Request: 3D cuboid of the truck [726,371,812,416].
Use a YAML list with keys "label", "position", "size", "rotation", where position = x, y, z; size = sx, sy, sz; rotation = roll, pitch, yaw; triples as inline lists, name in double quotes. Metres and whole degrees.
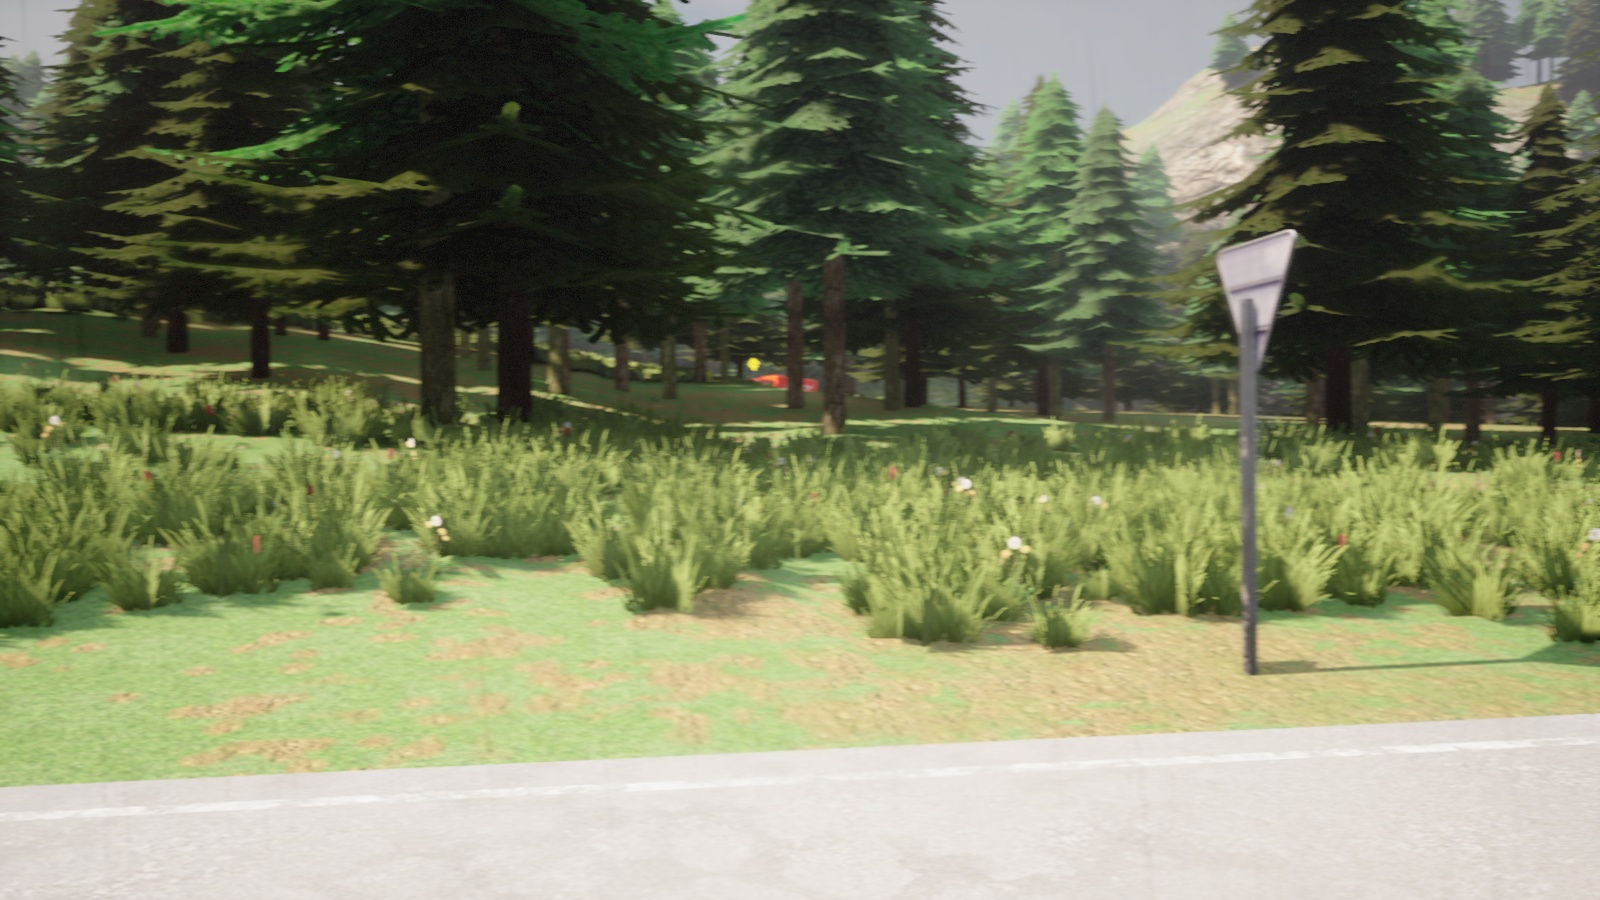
- label: "truck"
  position: [-2.088, -3.758, 84.938]
  size: [5.204, 2.467, 2.627]
  rotation: [4, -3, -38]
